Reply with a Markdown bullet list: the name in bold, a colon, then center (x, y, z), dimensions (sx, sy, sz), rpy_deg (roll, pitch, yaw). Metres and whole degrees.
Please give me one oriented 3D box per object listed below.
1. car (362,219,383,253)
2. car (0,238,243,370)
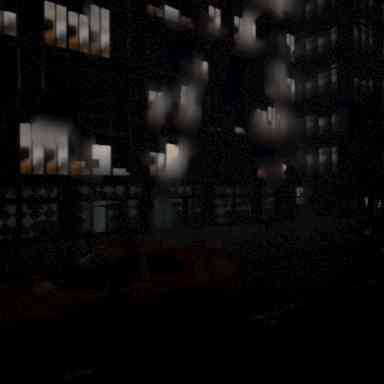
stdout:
- **car**: center (8.110, 1.413, 12.361), dimensions (4.097, 1.590, 1.967), rpy_deg (0, 0, -36)
- **car**: center (-1.280, 1.521, 5.657), dimensions (4.829, 1.417, 1.752), rpy_deg (0, 0, -36)
